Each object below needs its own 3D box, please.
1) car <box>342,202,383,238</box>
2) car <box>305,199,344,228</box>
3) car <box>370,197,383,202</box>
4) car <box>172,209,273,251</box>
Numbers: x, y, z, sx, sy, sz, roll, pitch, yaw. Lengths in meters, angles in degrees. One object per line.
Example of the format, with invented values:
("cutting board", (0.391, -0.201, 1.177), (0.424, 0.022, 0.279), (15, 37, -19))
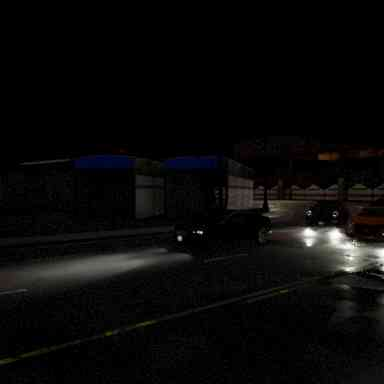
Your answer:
("car", (9.532, 1.477, 17.033), (1.882, 1.535, 5.008), (0, 0, 40))
("car", (9.196, 1.351, 22.443), (2.097, 1.767, 4.553), (0, 0, 33))
("car", (26.576, 1.476, 45.782), (1.882, 1.535, 5.008), (0, 0, -4))
("car", (1.414, 1.492, 14.136), (4.902, 1.511, 2.128), (0, 0, -40))
